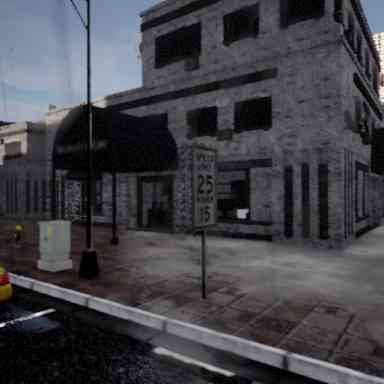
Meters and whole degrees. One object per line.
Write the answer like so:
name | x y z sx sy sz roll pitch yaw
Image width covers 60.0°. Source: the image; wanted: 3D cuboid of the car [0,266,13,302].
car | -5.547 1.531 6.836 4.829 1.417 1.752 0 0 36
